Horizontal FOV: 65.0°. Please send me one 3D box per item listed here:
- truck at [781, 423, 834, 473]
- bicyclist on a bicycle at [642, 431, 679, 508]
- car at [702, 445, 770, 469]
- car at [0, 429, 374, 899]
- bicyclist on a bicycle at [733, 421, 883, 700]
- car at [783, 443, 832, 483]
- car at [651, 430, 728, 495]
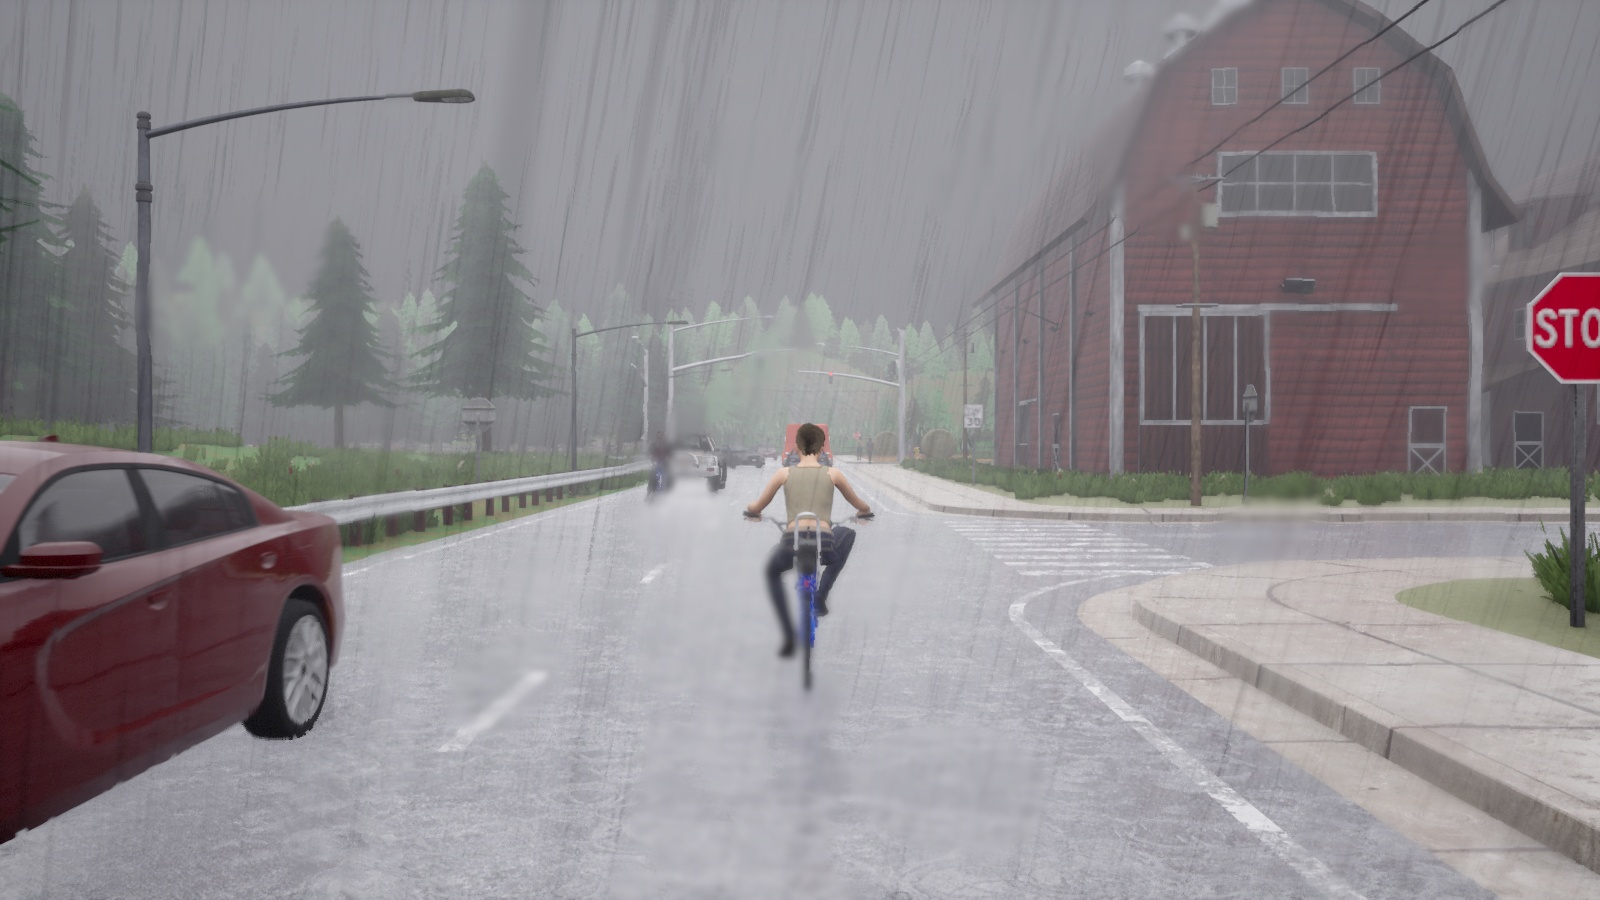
[{"bbox_3d":[0.381,-0.106,64.841,2.627,2.467,5.204,0,0,0],"label":"truck"},{"bbox_3d":[-3.316,0.445,29.987,0.659,1.776,1.843,0,0,0],"label":"bicyclist on a bicycle"},{"bbox_3d":[-3.794,0.384,73.491,1.994,1.385,4.181,0,1,-36],"label":"car"},{"bbox_3d":[-3.457,0.694,4.873,1.882,1.535,5.008,0,0,0],"label":"car"},{"bbox_3d":[0.057,0.638,8.021,0.866,1.612,1.509,0,0,1],"label":"bicyclist on a bicycle"},{"bbox_3d":[0.290,0.485,48.810,1.816,1.474,4.193,0,0,0],"label":"car"},{"bbox_3d":[-3.272,0.346,37.966,1.932,1.855,4.605,0,0,0],"label":"car"}]
